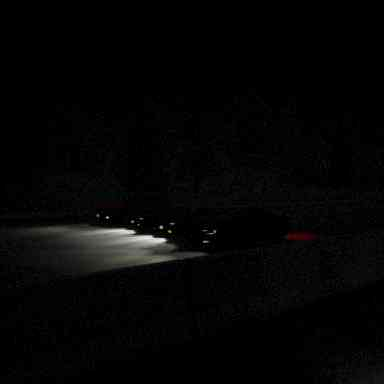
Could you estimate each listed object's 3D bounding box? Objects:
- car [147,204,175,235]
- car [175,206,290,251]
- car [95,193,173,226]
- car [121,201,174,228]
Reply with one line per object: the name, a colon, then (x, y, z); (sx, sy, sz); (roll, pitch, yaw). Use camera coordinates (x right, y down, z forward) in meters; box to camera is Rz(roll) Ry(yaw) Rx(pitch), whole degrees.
car: (0.167, 1.479, 17.007); (4.181, 1.385, 1.994); (-1, 0, -35)
car: (2.008, 1.395, 14.021); (5.008, 1.535, 1.882); (-1, 0, -35)
car: (-3.751, 1.136, 22.812); (5.566, 2.045, 2.150); (-1, 0, -35)
car: (-1.728, 1.478, 19.954); (4.181, 1.385, 1.994); (-1, 0, -35)
